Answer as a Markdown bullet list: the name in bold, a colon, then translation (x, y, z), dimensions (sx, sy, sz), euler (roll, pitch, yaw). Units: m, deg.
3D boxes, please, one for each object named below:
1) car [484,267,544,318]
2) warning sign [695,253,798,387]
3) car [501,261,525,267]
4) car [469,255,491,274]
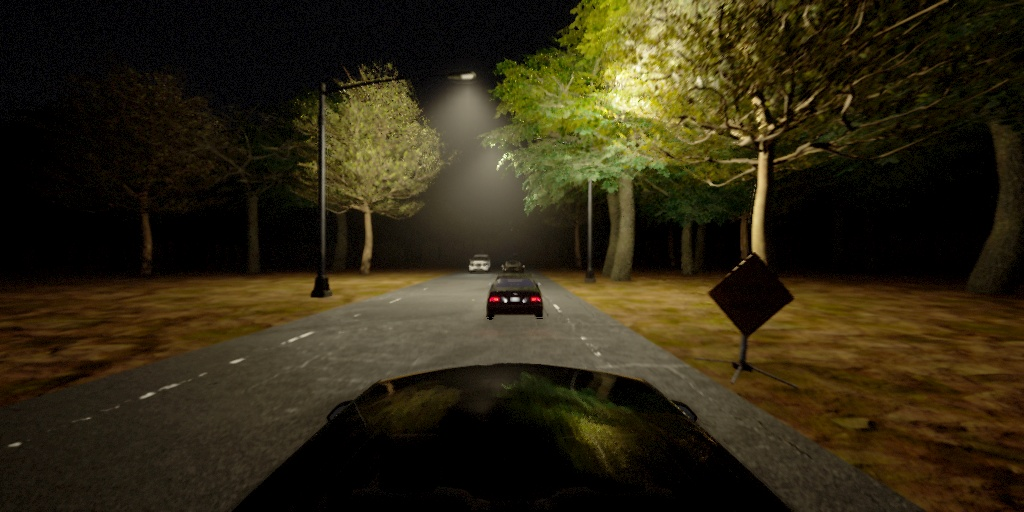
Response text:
- **car**: translation (0.092, 1.311, 12.941), dimensions (2.033, 1.411, 5.357), euler (0, 0, 0)
- **warning sign**: translation (3.551, 0.876, 5.555), dimensions (1.300, 1.860, 1.060), euler (0, 0, 0)
- **car**: translation (0.100, 1.223, 32.122), dimensions (1.837, 1.490, 4.892), euler (0, 0, 0)
- **car**: translation (-3.587, 0.892, 41.009), dimensions (2.150, 2.045, 5.566), euler (0, 0, 0)
